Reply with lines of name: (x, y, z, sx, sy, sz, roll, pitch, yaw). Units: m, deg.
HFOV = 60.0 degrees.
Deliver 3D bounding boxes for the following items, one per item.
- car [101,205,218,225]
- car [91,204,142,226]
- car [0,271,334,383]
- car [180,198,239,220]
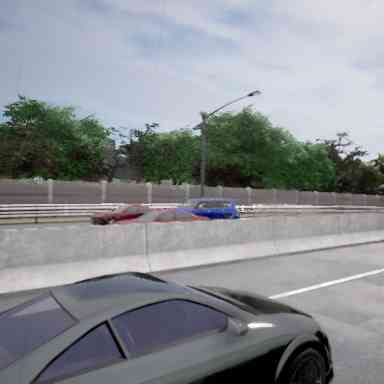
car: (-1.438, 1.573, 15.847, 5.008, 1.535, 1.882, 1, -1, -35)
car: (-4.223, 1.598, 22.456, 5.008, 1.535, 1.882, 1, -1, -35)
car: (-0.426, 1.579, 3.438, 4.181, 1.385, 1.994, 1, 0, -35)
car: (0.547, 1.400, 21.549, 5.566, 2.045, 2.150, 1, -1, -35)
